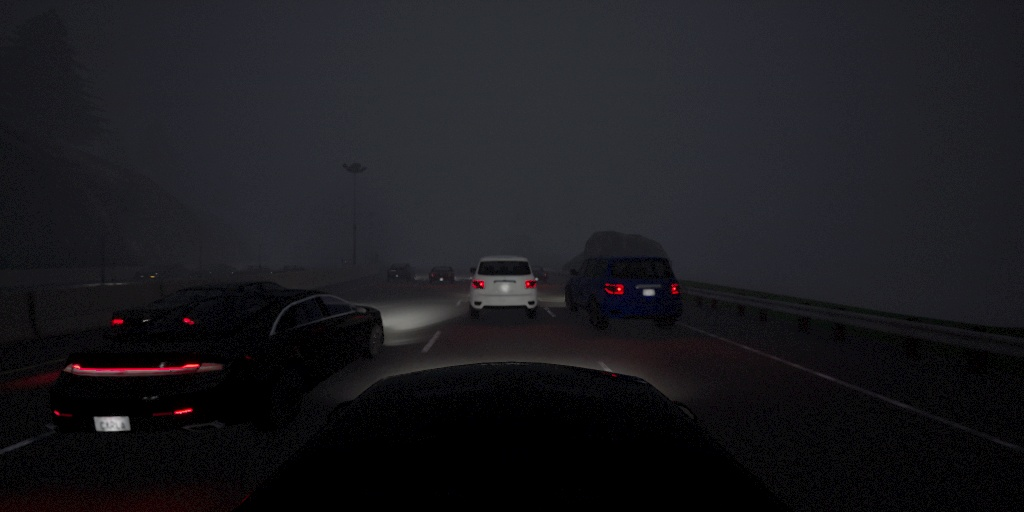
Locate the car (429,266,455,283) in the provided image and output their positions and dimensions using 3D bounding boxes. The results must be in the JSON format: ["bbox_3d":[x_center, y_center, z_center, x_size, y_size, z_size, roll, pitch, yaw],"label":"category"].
[{"bbox_3d":[-5.600,1.472,28.994,1.895,1.301,4.718,0,0,-8],"label":"car"}]

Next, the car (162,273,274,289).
[{"bbox_3d":[-7.157,1.345,9.450,2.033,1.411,5.357,0,0,-3],"label":"car"}]

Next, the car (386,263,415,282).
[{"bbox_3d":[-9.421,1.378,30.611,2.128,1.511,4.902,0,0,-9],"label":"car"}]

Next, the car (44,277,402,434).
[{"bbox_3d":[-3.547,1.265,5.566,2.128,1.511,4.902,0,0,-1],"label":"car"}]

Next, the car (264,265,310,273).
[{"bbox_3d":[-20.777,1.527,33.595,1.895,1.301,4.718,0,0,-11],"label":"car"}]

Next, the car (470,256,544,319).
[{"bbox_3d":[-0.378,1.018,13.282,2.150,2.045,5.566,0,0,-4],"label":"car"}]

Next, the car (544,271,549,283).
[{"bbox_3d":[1.507,1.453,28.764,1.895,1.301,4.718,0,0,-8],"label":"car"}]

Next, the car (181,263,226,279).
[{"bbox_3d":[-27.929,1.421,33.610,1.882,1.535,5.008,0,0,-12],"label":"car"}]

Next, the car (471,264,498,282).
[{"bbox_3d":[-2.442,1.436,31.231,1.994,1.385,4.181,0,0,-9],"label":"car"}]

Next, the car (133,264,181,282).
[{"bbox_3d":[-31.202,1.451,32.158,1.837,1.490,4.892,0,0,-11],"label":"car"}]

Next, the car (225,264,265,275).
[{"bbox_3d":[-24.396,1.537,33.884,1.895,1.301,4.718,0,0,-11],"label":"car"}]

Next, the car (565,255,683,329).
[{"bbox_3d":[3.233,1.002,11.496,2.150,2.045,5.566,0,0,-3],"label":"car"}]
